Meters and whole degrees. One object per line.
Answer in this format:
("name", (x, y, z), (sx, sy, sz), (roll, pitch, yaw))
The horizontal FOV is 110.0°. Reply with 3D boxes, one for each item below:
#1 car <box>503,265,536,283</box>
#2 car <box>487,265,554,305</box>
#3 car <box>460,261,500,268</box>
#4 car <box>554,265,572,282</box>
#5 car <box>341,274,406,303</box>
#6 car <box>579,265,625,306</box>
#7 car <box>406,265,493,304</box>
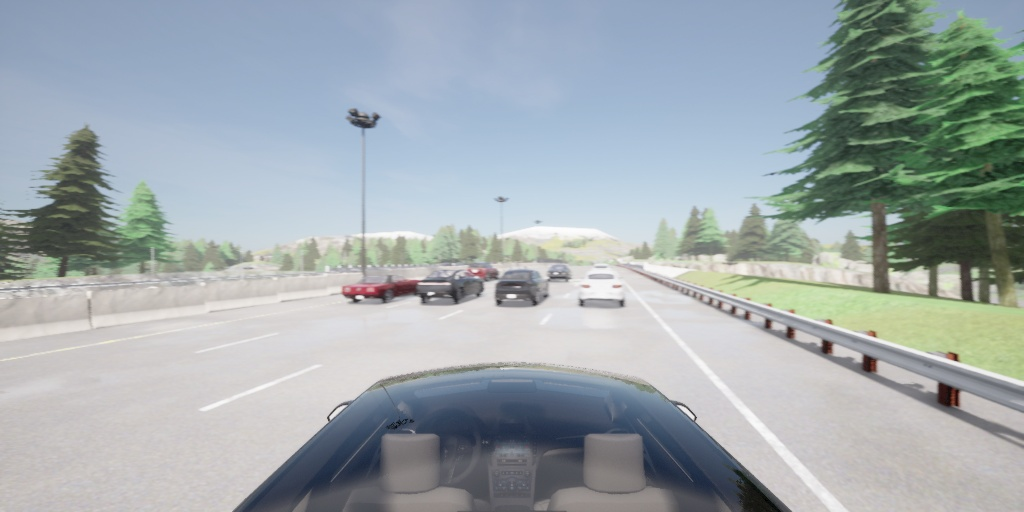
("car", (0.744, 1.556, 31.921), (1.895, 1.301, 4.718), (-1, 0, 14))
("car", (0.561, 1.357, 16.736), (1.837, 1.490, 4.892), (-1, 0, 14))
("car", (-2.660, 1.361, 32.748), (2.097, 1.767, 4.553), (-1, -1, 14))
("car", (4.109, 1.447, 30.959), (2.033, 1.411, 5.357), (-1, 0, 14))
("car", (-6.281, 1.560, 18.228), (1.895, 1.301, 4.718), (-1, 0, 14))
("car", (3.978, 1.320, 15.971), (1.812, 1.442, 4.674), (-1, 0, 14))
("car", (-2.839, 1.397, 17.566), (2.128, 1.511, 4.902), (-1, 0, 14))
